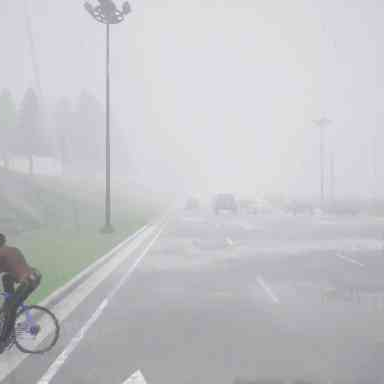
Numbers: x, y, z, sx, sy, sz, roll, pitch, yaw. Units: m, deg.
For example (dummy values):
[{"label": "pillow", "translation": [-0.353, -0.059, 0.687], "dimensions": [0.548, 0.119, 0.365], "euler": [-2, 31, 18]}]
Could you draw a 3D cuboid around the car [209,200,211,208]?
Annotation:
[{"label": "car", "translation": [3.481, 1.526, 46.042], "dimensions": [1.812, 1.442, 4.674], "euler": [0, 0, 0]}]

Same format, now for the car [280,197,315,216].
[{"label": "car", "translation": [10.546, 1.505, 32.906], "dimensions": [1.837, 1.490, 4.892], "euler": [0, 0, 0]}]

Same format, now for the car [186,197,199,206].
[{"label": "car", "translation": [0.017, 1.547, 54.994], "dimensions": [2.033, 1.411, 5.357], "euler": [0, 0, -3]}]

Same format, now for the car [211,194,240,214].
[{"label": "car", "translation": [3.496, 1.221, 35.642], "dimensions": [2.150, 2.045, 5.566], "euler": [0, 0, 1]}]

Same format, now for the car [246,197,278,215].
[{"label": "car", "translation": [7.040, 1.526, 33.992], "dimensions": [1.812, 1.442, 4.674], "euler": [0, 0, 0]}]

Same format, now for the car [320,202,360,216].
[{"label": "car", "translation": [14.051, 1.601, 31.974], "dimensions": [1.895, 1.301, 4.718], "euler": [0, 0, 0]}]

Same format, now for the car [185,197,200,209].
[{"label": "car", "translation": [0.039, 1.547, 44.318], "dimensions": [2.033, 1.411, 5.357], "euler": [0, 0, 0]}]

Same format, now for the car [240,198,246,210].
[{"label": "car", "translation": [7.019, 1.478, 43.985], "dimensions": [1.882, 1.535, 5.008], "euler": [0, 0, 0]}]

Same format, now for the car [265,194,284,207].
[{"label": "car", "translation": [10.517, 1.221, 43.335], "dimensions": [2.150, 2.045, 5.566], "euler": [0, 0, 0]}]

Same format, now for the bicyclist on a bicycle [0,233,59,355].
[{"label": "bicyclist on a bicycle", "translation": [-2.604, 1.404, 4.587], "dimensions": [1.656, 1.620, 0.582], "euler": [5, 0, 0]}]
